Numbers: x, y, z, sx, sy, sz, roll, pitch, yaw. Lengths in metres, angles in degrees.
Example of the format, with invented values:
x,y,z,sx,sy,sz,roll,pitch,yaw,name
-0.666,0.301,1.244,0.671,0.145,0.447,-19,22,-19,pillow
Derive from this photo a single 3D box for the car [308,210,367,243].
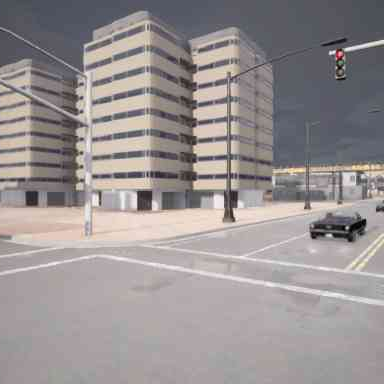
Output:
x,y,z,sx,sy,sz,roll,pitch,yaw,name
7.243,1.602,16.320,1.895,1.301,4.718,0,0,35,car

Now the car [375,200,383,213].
x,y,z,sx,sy,sz,roll,pitch,yaw,name
21.380,1.558,36.311,1.994,1.385,4.181,0,0,35,car
